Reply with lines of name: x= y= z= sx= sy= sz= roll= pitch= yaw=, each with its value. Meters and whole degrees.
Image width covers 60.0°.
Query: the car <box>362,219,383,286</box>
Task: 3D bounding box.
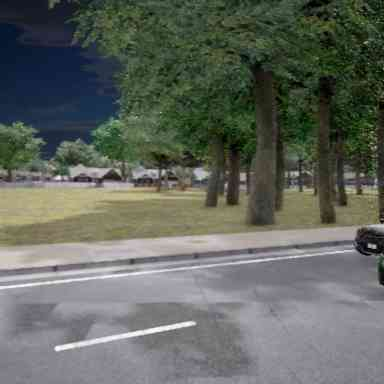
car: x=6.374 y=1.171 z=6.773 sx=5.566 sy=2.045 sz=2.150 roll=0 pitch=1 yaw=-26

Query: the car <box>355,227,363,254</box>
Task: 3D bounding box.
car: x=7.616 y=1.358 z=11.004 sx=5.008 sy=1.535 sz=1.882 roll=0 pitch=1 yaw=-26
